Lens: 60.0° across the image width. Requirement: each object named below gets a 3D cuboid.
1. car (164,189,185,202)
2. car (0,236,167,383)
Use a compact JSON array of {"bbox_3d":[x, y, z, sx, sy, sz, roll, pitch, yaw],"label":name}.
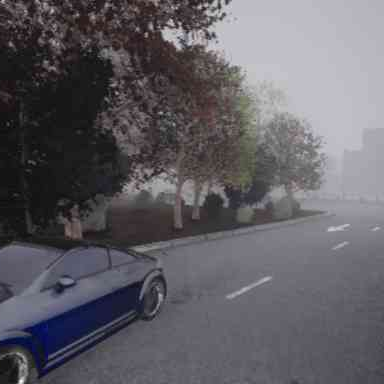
[{"bbox_3d":[-2.411,0.414,41.207,1.837,1.490,4.892,0,1,-19],"label":"car"},{"bbox_3d":[-2.071,1.383,4.627,1.994,1.385,4.181,3,2,27],"label":"car"}]
